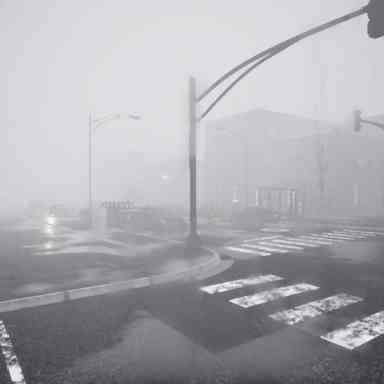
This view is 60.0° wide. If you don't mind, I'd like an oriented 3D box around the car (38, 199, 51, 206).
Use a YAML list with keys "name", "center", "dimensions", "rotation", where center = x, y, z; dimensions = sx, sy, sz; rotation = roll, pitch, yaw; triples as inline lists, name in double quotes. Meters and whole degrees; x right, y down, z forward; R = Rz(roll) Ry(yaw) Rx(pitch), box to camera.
- name: "car"
  center: [-35.510, 2.495, 80.041]
  dimensions: [1.752, 1.417, 4.829]
  rotation: [-1, 0, -36]

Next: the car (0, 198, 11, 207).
- name: "car"
  center: [-42.194, 2.358, 74.961]
  dimensions: [2.192, 1.841, 5.009]
  rotation: [-1, 0, -36]

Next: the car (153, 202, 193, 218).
- name: "car"
  center: [-2.044, 1.821, 34.473]
  dimensions: [1.752, 1.417, 4.829]
  rotation: [-1, 0, -36]

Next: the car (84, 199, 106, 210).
- name: "car"
  center: [-15.333, 2.003, 52.563]
  dimensions: [1.967, 1.590, 4.097]
  rotation: [-1, 0, -36]

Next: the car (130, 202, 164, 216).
- name: "car"
  center: [-5.290, 1.911, 38.893]
  dimensions: [2.008, 1.369, 4.403]
  rotation: [-1, 0, -36]

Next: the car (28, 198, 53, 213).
- name: "car"
  center: [-22.080, 1.952, 47.645]
  dimensions: [2.192, 1.841, 5.009]
  rotation: [-1, 0, -36]

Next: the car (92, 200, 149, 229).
- name: "car"
  center: [-5.346, 1.616, 24.862]
  dimensions: [2.192, 1.841, 5.009]
  rotation: [-1, 0, -36]

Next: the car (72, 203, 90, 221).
- name: "car"
  center: [-8.688, 1.919, 29.419]
  dimensions: [2.008, 1.369, 4.403]
  rotation: [-1, 0, -36]

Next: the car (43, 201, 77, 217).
- name: "car"
  center: [-15.382, 2.053, 38.532]
  dimensions: [2.008, 1.369, 4.403]
  rotation: [-1, 0, -36]

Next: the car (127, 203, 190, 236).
- name: "car"
  center: [-1.997, 1.674, 20.305]
  dimensions: [1.967, 1.590, 4.097]
  rotation: [-1, 0, -36]

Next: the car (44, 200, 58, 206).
- name: "car"
  center: [-32.062, 2.445, 75.347]
  dimensions: [1.887, 1.381, 4.507]
  rotation: [-1, 0, -36]

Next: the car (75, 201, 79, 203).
- name: "car"
  center: [-22.022, 2.280, 61.677]
  dimensions: [1.802, 1.307, 4.206]
  rotation: [-1, 0, -36]

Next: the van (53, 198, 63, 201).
- name: "van"
  center: [-28.721, 2.174, 70.790]
  dimensions: [1.690, 1.788, 3.998]
  rotation: [-1, 0, -36]

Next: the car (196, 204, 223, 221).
- name: "car"
  center: [1.303, 1.753, 29.916]
  dimensions: [1.752, 1.417, 4.829]
  rotation: [-1, 0, -36]

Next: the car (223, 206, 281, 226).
- name: "car"
  center: [4.751, 1.725, 25.222]
  dimensions: [1.947, 1.339, 4.313]
  rotation: [-1, 0, -36]
